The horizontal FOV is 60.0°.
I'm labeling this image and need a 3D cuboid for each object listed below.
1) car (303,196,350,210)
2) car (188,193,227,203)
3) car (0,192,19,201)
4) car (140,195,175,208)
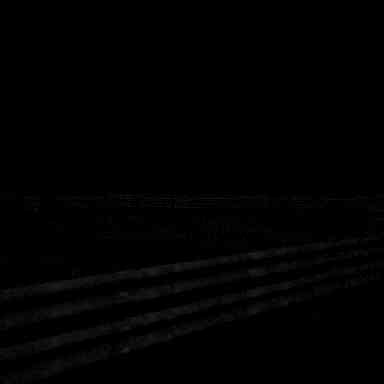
[{"bbox_3d":[14.248,1.142,35.295,4.902,1.511,2.128,1,0,-3],"label":"car"},{"bbox_3d":[1.930,0.940,41.735,4.892,1.490,1.837,1,1,-3],"label":"car"},{"bbox_3d":[-19.693,0.704,33.710,4.892,1.490,1.837,0,0,-3],"label":"car"},{"bbox_3d":[-3.900,1.003,37.951,4.181,1.385,1.994,0,0,-3],"label":"car"}]
